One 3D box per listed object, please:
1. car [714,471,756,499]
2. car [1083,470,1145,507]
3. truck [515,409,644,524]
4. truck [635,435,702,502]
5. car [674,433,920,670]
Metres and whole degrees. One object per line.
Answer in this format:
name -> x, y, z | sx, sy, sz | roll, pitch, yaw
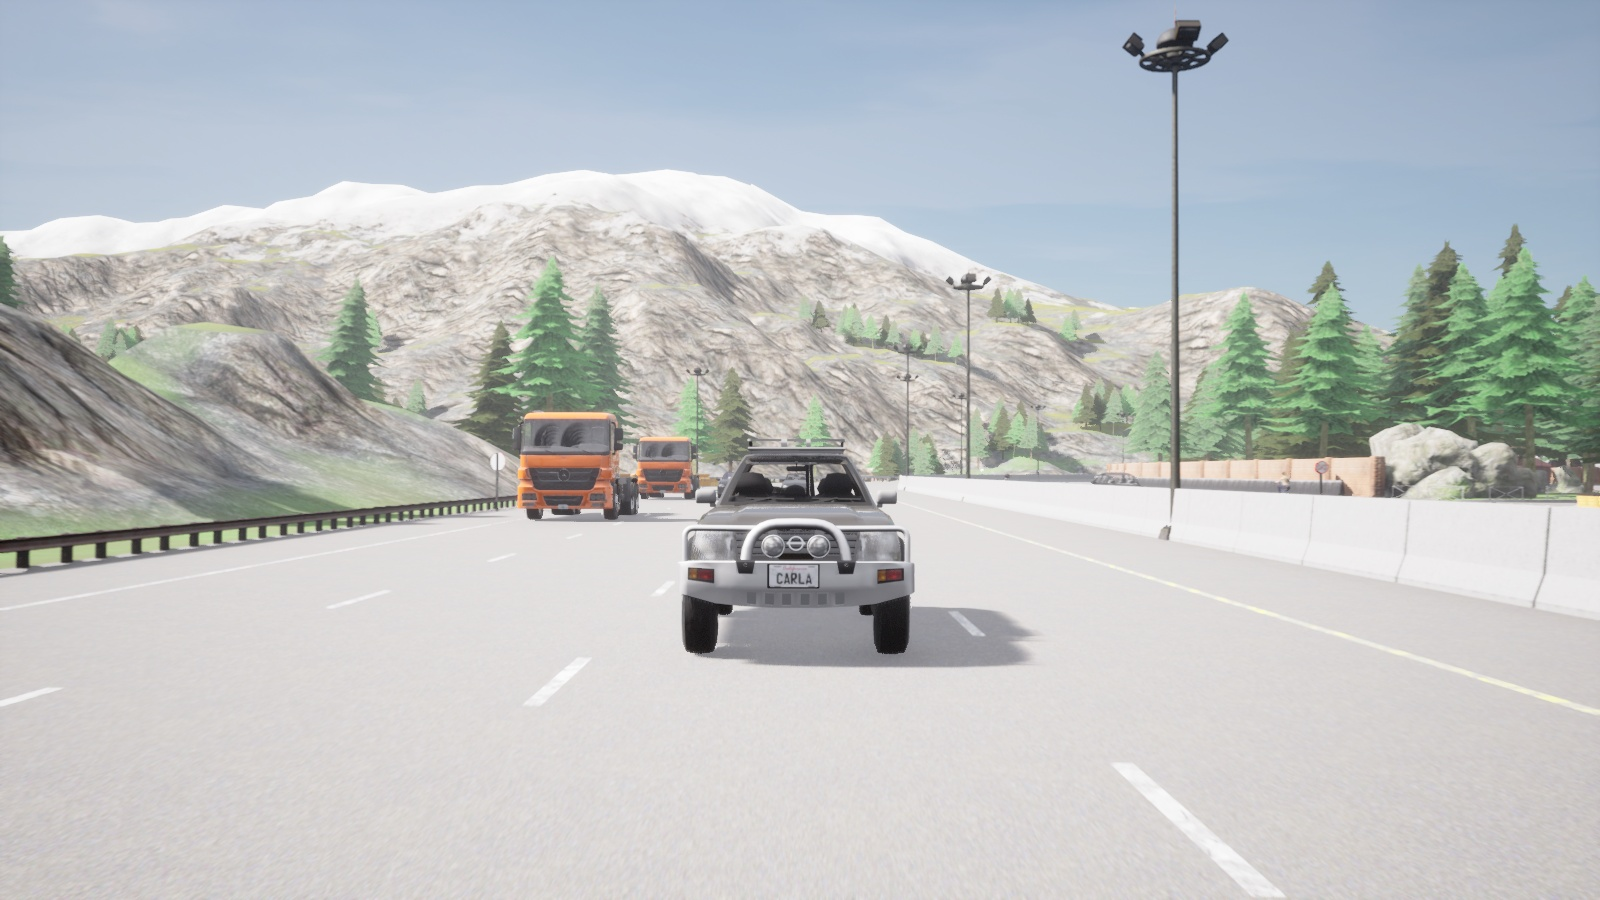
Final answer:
car -> -3.674, 1.988, 71.824 | 2.128, 1.511, 4.902 | 0, -1, 0
car -> 13.865, 1.668, 55.599 | 1.789, 1.549, 3.705 | 0, -1, 0
truck -> -7.105, 0.558, 41.654 | 2.891, 3.462, 7.936 | 0, -1, 0
truck -> -7.173, 1.028, 69.681 | 2.891, 3.462, 7.936 | 0, -1, 0
car -> -0.030, 0.836, 12.201 | 1.932, 1.855, 4.605 | 0, -1, 0
